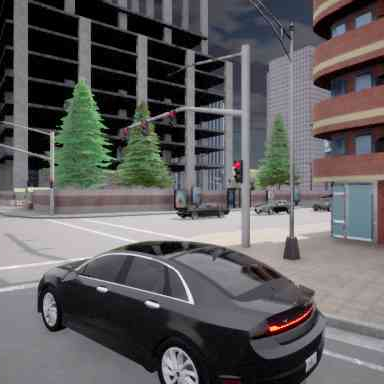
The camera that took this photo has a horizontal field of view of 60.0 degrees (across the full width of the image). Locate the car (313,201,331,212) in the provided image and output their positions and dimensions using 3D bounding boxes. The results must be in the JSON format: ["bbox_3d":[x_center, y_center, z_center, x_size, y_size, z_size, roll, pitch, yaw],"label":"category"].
[{"bbox_3d":[16.675,1.407,40.284,4.553,1.767,2.097,0,0,-35],"label":"car"}]

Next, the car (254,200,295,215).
[{"bbox_3d":[8.579,1.547,34.530,4.902,1.511,2.128,0,0,-35],"label":"car"}]

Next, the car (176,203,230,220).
[{"bbox_3d":[0.987,1.656,29.111,4.718,1.301,1.895,0,0,-36],"label":"car"}]

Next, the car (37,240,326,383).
[{"bbox_3d":[-0.585,1.505,5.050,4.892,1.490,1.837,0,0,41],"label":"car"}]
